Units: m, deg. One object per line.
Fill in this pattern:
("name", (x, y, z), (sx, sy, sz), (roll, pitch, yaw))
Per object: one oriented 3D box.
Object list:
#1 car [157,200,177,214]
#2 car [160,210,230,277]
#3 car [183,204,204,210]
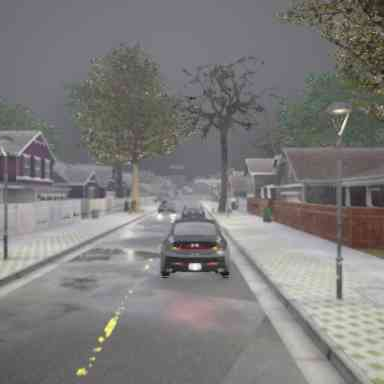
("car", (-2.818, 1.666, 38.129), (1.837, 1.490, 4.892), (0, -1, 0))
("car", (0.089, 1.540, 10.377), (1.837, 1.490, 4.892), (0, 0, 0))
("car", (0.107, 1.714, 29.063), (1.895, 1.301, 4.718), (0, 0, 0))
